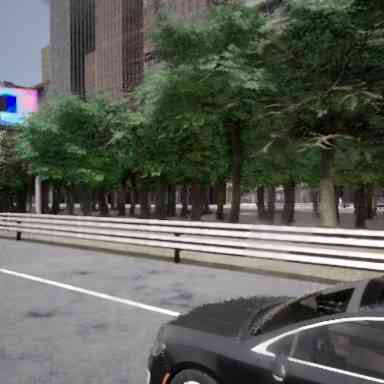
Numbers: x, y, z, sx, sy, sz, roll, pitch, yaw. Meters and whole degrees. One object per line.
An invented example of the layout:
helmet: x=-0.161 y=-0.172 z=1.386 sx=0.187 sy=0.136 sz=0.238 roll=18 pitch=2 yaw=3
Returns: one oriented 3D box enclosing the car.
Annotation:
car: x=1.774 y=1.507 z=2.725 sx=4.892 sy=1.490 sz=1.837 roll=-1 pitch=0 yaw=36
